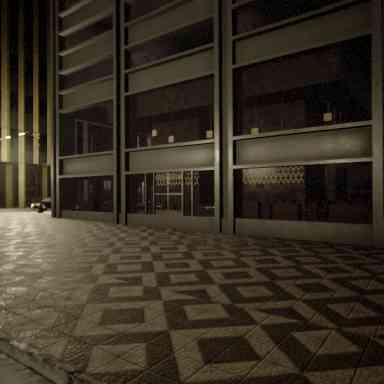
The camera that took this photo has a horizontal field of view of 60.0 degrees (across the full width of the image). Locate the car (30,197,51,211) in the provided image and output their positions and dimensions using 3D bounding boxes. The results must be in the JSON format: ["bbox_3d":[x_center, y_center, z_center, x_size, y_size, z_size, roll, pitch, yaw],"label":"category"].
[{"bbox_3d":[-16.002,1.338,38.249,2.128,1.511,4.902,0,0,36],"label":"car"}]
